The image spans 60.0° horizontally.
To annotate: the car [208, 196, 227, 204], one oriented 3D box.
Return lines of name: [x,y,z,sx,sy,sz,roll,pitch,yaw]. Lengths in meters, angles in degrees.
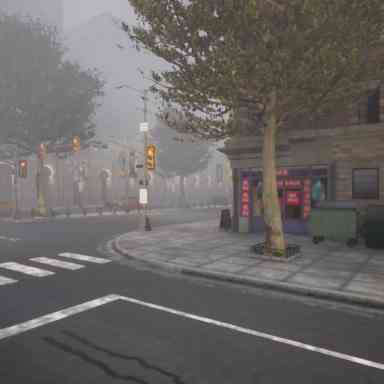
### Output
car: [4.909,1.507,63.564,1.837,1.490,4.892,0,-1,36]

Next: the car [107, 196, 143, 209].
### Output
car: [-8.684,1.352,44.802,2.097,1.767,4.553,0,0,36]

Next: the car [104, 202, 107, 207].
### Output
car: [-10.321,1.595,47.923,1.895,1.301,4.718,0,0,36]

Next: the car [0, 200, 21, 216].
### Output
car: [-18.641,1.477,30.959,1.882,1.535,5.008,0,0,36]
